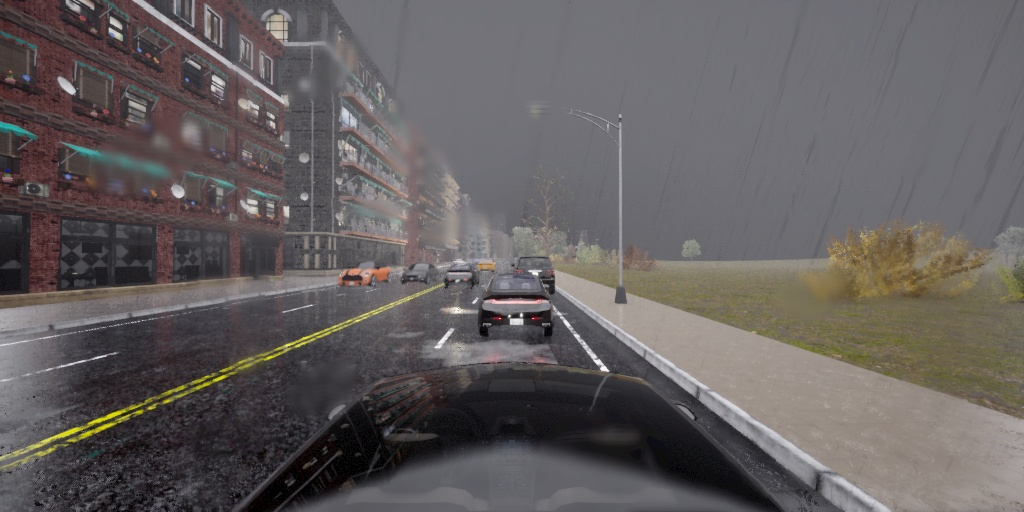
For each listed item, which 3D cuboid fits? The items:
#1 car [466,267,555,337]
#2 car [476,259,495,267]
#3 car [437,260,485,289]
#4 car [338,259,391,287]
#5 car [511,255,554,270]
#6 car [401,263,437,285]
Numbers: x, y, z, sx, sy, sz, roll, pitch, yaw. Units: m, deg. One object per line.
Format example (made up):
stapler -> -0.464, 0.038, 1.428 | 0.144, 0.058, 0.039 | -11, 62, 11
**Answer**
car -> 0.098, 1.243, 10.354 | 2.128, 1.511, 4.902 | 0, 0, 0
car -> -3.165, 1.229, 44.921 | 1.882, 1.535, 5.008 | 0, -1, 0
car -> -3.157, 1.242, 23.300 | 2.128, 1.511, 4.902 | 0, 0, 0
car -> -9.858, 1.104, 24.300 | 2.097, 1.767, 4.553 | 0, 0, 0
car -> 1.132, 0.977, 20.224 | 2.150, 2.045, 5.566 | 0, 0, 0
car -> -6.609, 1.257, 26.064 | 1.837, 1.490, 4.892 | 0, 0, 0
